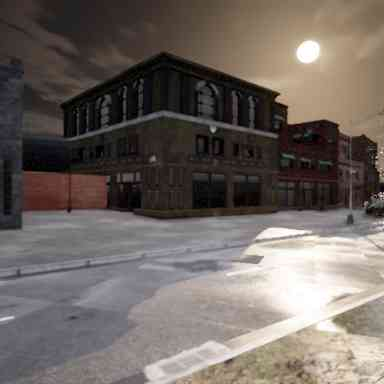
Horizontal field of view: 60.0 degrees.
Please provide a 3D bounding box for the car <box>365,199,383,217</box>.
[{"bbox_3d":[21.411,1.729,35.100,2.435,2.045,5.566,2,-2,-44],"label":"car"}]
